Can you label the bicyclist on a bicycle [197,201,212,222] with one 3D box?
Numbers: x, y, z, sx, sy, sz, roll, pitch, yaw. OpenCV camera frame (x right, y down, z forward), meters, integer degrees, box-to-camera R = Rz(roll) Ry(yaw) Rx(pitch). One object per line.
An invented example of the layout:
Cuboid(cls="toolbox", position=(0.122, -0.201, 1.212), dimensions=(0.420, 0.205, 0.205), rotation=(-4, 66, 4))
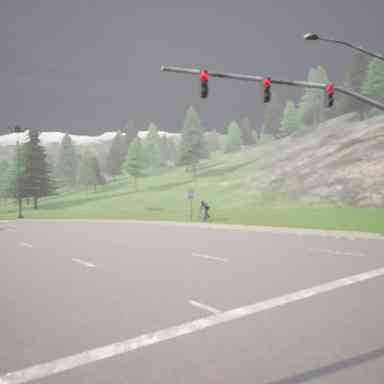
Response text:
Cuboid(cls="bicyclist on a bicycle", position=(0.946, 1.495, 25.872), dimensions=(1.656, 1.620, 0.582), rotation=(-2, 0, -42))
